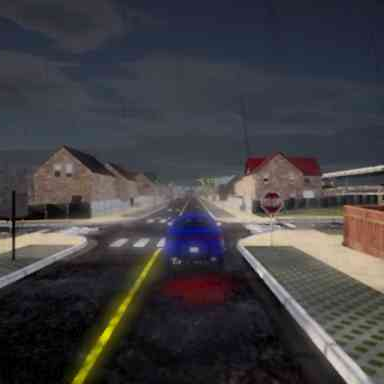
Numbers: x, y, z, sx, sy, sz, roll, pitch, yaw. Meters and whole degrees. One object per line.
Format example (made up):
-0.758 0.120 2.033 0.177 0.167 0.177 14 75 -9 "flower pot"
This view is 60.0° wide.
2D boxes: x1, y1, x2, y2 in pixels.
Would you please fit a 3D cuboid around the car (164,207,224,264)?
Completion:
0.089 1.544 12.157 1.882 1.535 5.008 0 0 1 "car"

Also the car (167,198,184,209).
-2.678 1.815 50.475 2.033 1.411 5.357 0 0 0 "car"
